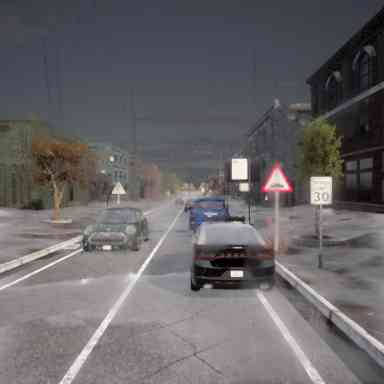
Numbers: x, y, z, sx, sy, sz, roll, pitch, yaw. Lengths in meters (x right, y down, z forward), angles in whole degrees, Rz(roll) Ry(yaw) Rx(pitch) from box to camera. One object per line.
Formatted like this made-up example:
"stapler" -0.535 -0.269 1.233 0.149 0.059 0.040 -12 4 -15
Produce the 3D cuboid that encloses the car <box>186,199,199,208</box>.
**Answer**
"car" 0.072 2.039 57.797 2.033 1.411 5.357 0 0 0

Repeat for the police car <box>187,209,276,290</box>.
"police car" 0.910 1.476 9.314 1.930 1.638 5.238 0 -1 0

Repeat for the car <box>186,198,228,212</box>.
"car" 0.923 1.377 19.235 2.150 2.045 5.566 0 -1 0

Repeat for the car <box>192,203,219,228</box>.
"car" 0.930 1.671 25.394 1.801 1.575 5.366 0 -1 0

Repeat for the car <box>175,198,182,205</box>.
"car" -2.908 2.090 75.487 1.837 1.490 4.892 0 0 0

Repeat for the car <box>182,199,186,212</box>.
"car" 0.083 1.754 45.402 2.097 1.767 4.553 0 0 1

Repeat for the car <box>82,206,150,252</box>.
"car" -3.090 1.455 14.345 2.097 1.767 4.553 0 -1 0
